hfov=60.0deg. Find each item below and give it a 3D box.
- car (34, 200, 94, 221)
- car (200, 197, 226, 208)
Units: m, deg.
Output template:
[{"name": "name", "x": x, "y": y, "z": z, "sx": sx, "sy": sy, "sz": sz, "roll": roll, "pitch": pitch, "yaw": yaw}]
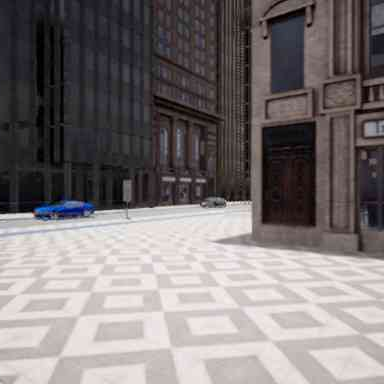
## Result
[{"name": "car", "x": -10.546, "y": 1.464, "z": 27.698, "sx": 1.882, "sy": 1.535, "sz": 5.008, "roll": 0, "pitch": 0, "yaw": 36}, {"name": "car", "x": 2.993, "y": 1.452, "z": 46.594, "sx": 2.128, "sy": 1.511, "sz": 4.902, "roll": 0, "pitch": 0, "yaw": 36}]
